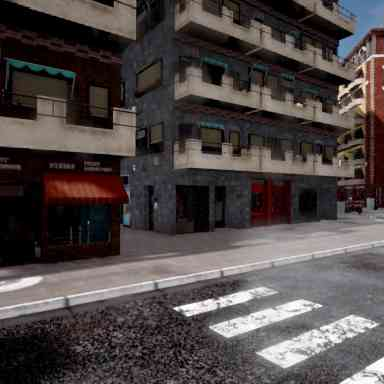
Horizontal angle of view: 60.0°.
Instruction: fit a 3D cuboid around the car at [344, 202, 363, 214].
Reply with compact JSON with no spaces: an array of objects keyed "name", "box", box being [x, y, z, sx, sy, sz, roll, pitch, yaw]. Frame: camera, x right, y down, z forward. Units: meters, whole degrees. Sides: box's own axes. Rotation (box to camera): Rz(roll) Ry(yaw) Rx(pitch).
[{"name":"car","box":[17.812,1.790,38.243,1.895,1.301,4.718,0,0,5]}]
